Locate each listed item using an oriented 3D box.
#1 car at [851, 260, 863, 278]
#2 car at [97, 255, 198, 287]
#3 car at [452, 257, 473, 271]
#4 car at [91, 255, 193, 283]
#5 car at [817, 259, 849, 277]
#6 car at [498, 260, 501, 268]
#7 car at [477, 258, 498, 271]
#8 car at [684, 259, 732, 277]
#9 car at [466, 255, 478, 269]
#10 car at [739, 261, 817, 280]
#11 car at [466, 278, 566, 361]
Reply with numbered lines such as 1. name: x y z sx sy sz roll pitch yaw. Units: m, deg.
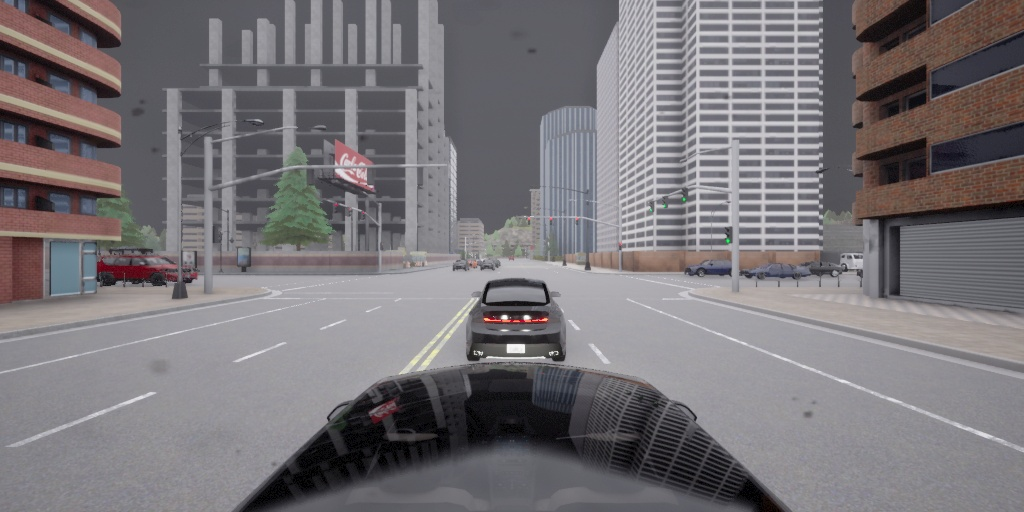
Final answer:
1. car: 32.716 1.314 31.192 4.181 1.385 1.994 0 0 0
2. car: -24.414 0.970 23.976 5.566 2.045 2.150 0 0 0
3. car: -6.869 1.255 48.767 1.837 1.490 4.892 0 0 0
4. car: -28.207 0.973 27.474 5.566 2.045 2.150 0 0 0
5. car: 29.064 1.255 34.695 4.892 1.490 1.837 0 0 0
6. car: -3.295 1.102 60.422 2.097 1.767 4.553 0 0 0
7. car: -3.360 1.255 50.297 1.837 1.490 4.892 0 0 0
8. car: 19.214 1.102 34.700 4.553 1.767 2.097 0 0 0
9. car: -6.812 1.102 57.973 2.097 1.767 4.553 0 0 0
10. car: 22.804 1.297 31.202 5.357 1.411 2.033 0 0 0
11. car: 0.093 1.255 8.235 1.837 1.490 4.892 0 0 1
